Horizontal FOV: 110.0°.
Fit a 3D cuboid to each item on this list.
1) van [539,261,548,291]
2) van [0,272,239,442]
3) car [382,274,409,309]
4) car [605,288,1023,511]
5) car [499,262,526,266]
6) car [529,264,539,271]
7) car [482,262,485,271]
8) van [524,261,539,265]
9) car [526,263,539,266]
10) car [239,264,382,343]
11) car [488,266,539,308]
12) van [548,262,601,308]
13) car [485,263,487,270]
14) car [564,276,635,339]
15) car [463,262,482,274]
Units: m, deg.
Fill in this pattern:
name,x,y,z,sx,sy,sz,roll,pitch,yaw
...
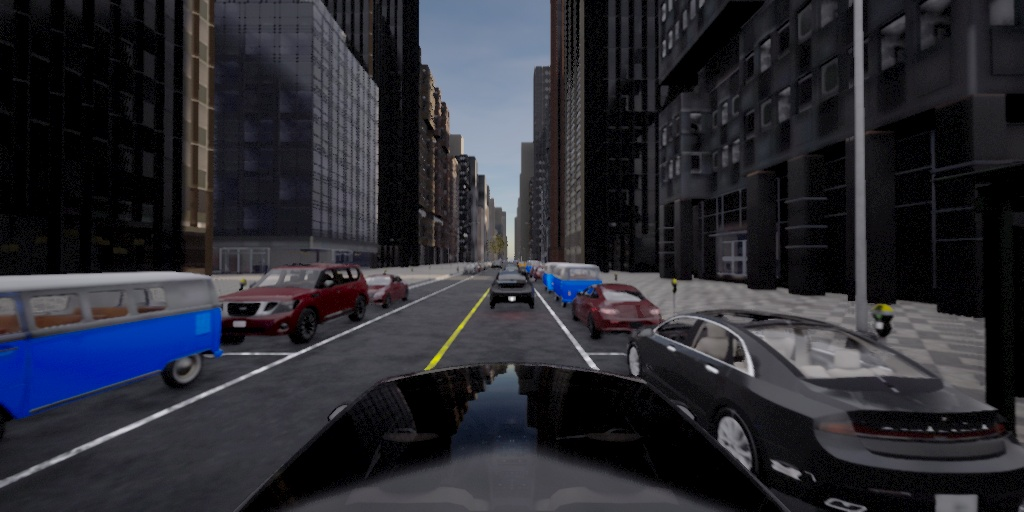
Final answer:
name,x,y,z,sx,sy,sz,roll,pitch,yaw
van,2.768,1.277,21.438,1.690,1.789,3.998,0,0,0
van,-5.762,1.115,4.407,1.690,1.789,3.998,0,0,0
car,-5.759,1.463,15.761,1.802,1.307,4.207,0,0,0
car,2.763,1.326,4.406,2.007,1.370,4.403,0,0,0
car,0.010,1.539,31.153,1.837,1.490,4.892,0,0,0
car,2.771,1.630,32.792,1.802,1.307,4.207,0,0,0
car,-5.749,1.716,55.500,1.967,1.591,4.097,0,0,0
van,2.773,1.503,44.147,1.690,1.789,3.998,0,0,0
car,2.772,1.687,38.469,1.802,1.307,4.207,0,0,0
car,-5.760,1.142,10.084,2.192,1.841,5.009,0,0,0
car,0.007,1.393,16.153,1.837,1.490,4.892,0,0,0
van,2.766,1.222,15.761,1.690,1.789,3.998,0,0,0
car,-5.747,1.859,61.007,1.751,1.417,4.829,0,0,0
car,2.765,1.410,10.084,1.802,1.307,4.207,0,0,0
car,-5.750,1.769,49.823,2.007,1.370,4.403,0,0,0
